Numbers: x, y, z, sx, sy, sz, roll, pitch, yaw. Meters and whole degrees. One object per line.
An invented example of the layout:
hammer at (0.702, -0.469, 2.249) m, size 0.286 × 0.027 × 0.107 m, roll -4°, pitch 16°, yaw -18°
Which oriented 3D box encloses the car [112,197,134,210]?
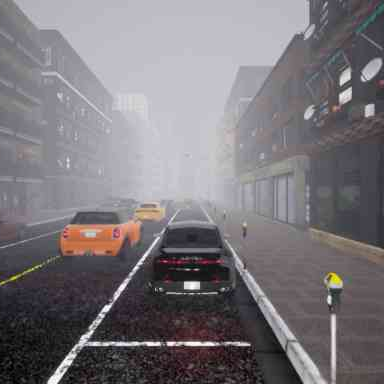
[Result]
car at (-8.834, 1.439, 42.793) m, size 1.967 × 1.590 × 4.097 m, roll 0°, pitch 0°, yaw 0°

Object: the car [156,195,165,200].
car at (-8.834, 1.539, 93.519) m, size 2.008 × 1.369 × 4.403 m, roll 0°, pitch 0°, yaw 0°

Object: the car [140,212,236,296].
car at (0.001, 1.504, 8.649) m, size 1.837 × 1.490 × 4.892 m, roll 0°, pitch 0°, yaw 0°

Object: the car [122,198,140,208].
car at (-8.834, 1.543, 48.430) m, size 1.887 × 1.381 × 4.507 m, roll 0°, pitch 0°, yaw 0°

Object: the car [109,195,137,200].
car at (-6.238, 1.352, 32.504) m, size 2.097 × 1.767 × 4.553 m, roll 0°, pitch 0°, yaw 0°

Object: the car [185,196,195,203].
car at (-0.453, 1.545, 70.970) m, size 2.008 × 1.369 × 4.403 m, roll 0°, pitch 0°, yaw 0°

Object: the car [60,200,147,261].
car at (-3.147, 1.353, 12.442) m, size 2.097 × 1.767 × 4.553 m, roll 0°, pitch 0°, yaw 0°

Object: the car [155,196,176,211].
car at (-3.061, 1.547, 40.782) m, size 2.033 × 1.411 × 5.357 m, roll 0°, pitch 0°, yaw 0°

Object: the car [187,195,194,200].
car at (-0.452, 1.513, 93.685) m, size 1.752 × 1.417 × 4.829 m, roll 0°, pitch 0°, yaw 0°

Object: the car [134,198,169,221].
car at (-3.068, 1.478, 24.857) m, size 1.882 × 1.535 × 5.008 m, roll 0°, pitch 0°, yaw 0°

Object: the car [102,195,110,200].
car at (-8.833, 1.314, 37.157) m, size 2.192 × 1.841 × 5.009 m, roll 0°, pitch 0°, yaw 0°

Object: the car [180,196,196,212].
car at (-0.454, 1.525, 37.323) m, size 1.752 × 1.417 × 4.829 m, roll 0°, pitch 0°, yaw 0°

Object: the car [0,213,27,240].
car at (-8.835, 1.583, 14.612) m, size 1.802 × 1.307 × 4.206 m, roll 0°, pitch 0°, yaw 0°
